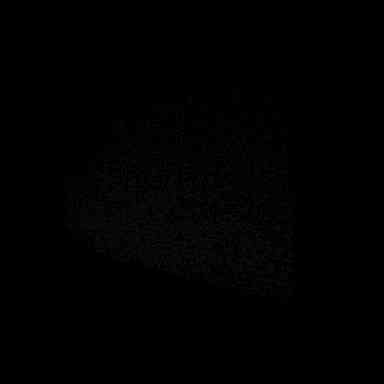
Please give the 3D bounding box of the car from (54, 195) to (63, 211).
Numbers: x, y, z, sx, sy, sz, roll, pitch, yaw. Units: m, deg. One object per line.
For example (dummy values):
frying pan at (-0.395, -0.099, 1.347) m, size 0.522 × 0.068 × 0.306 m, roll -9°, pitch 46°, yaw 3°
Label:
car at (-12.925, 1.216, 38.343) m, size 2.150 × 2.045 × 5.566 m, roll 0°, pitch 0°, yaw 14°

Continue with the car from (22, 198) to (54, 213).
car at (-16.692, 1.472, 37.305) m, size 1.882 × 1.535 × 5.008 m, roll 0°, pitch 0°, yaw 12°
